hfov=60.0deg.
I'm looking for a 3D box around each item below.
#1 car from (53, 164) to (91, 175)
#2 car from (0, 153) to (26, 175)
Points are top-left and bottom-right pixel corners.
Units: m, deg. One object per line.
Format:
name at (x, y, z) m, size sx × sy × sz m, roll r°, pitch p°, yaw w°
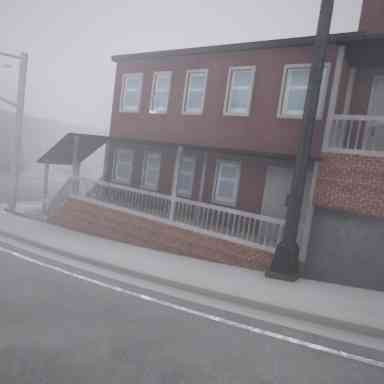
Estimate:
car at (-15.407, -3.054, 43.040) m, size 2.128 × 1.511 × 4.902 m, roll 11°, pitch 6°, yaw 35°
car at (-19.011, -2.761, 32.047) m, size 2.150 × 2.045 × 5.566 m, roll 11°, pitch 6°, yaw 35°
